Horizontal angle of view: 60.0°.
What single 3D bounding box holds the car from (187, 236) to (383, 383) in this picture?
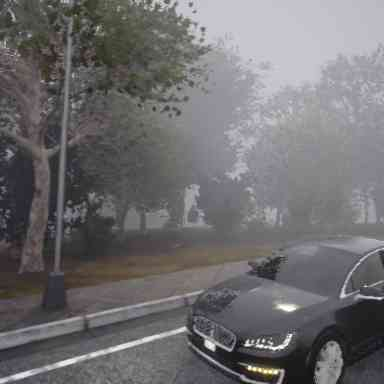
[{"bbox_3d":[2.184,1.520,5.242,4.892,1.490,1.837,0,0,-35],"label":"car"}]
